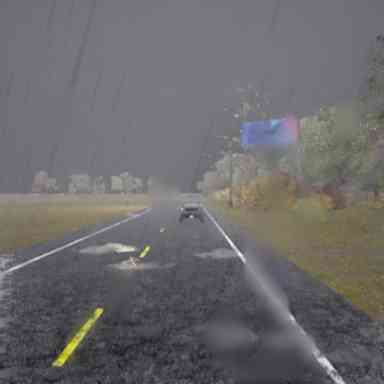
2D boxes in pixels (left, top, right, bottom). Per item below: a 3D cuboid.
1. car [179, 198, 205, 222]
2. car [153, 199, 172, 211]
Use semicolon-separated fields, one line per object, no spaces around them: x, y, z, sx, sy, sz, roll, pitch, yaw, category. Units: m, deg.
-0.012;1.532;26.762;1.837;1.490;4.892;0;0;0;car
-3.585;1.609;40.864;1.994;1.385;4.181;0;0;0;car
